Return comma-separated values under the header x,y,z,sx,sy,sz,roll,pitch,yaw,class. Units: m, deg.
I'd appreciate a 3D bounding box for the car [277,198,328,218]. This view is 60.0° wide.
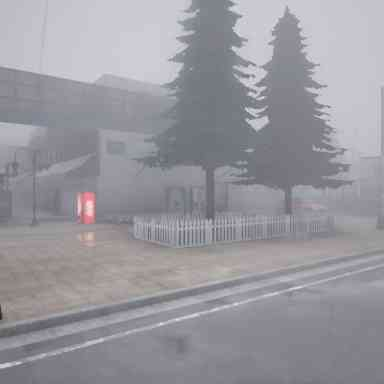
x,y,z,sx,sy,sz,roll,pitch,yaw,class
9.958,1.337,30.130,2.097,1.767,4.553,0,0,-34,car
